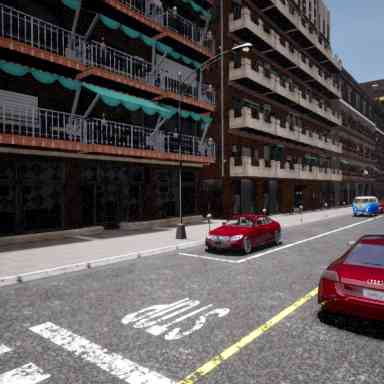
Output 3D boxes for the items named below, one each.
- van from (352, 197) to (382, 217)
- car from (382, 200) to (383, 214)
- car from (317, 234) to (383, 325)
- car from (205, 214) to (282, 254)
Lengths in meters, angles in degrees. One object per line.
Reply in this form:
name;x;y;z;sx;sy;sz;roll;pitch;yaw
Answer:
van;16.157;1.327;30.948;1.690;1.788;3.998;-1;-1;39
car;19.691;1.567;35.374;1.802;1.307;4.206;-1;-1;39
car;4.086;1.561;6.722;1.994;1.385;4.181;0;0;39
car;2.227;1.573;13.480;1.802;1.307;4.206;-1;-1;39
